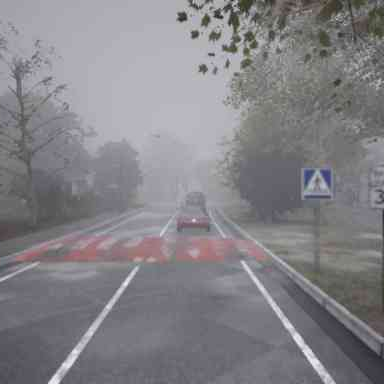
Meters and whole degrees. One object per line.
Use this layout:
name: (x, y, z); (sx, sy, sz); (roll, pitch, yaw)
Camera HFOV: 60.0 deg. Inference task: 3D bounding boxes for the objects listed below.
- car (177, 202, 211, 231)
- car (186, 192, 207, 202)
car: (0.112, 1.526, 20.470); (1.994, 1.385, 4.181); (0, 0, 0)
car: (0.528, 0.995, 38.330); (2.150, 2.045, 5.566); (0, 0, 3)
